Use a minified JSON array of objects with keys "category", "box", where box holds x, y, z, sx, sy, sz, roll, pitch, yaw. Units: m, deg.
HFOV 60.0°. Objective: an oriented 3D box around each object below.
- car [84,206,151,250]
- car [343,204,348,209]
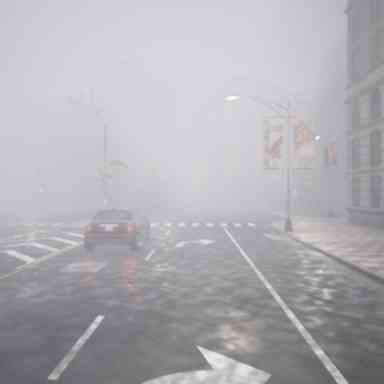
[{"category":"car","box":[-3.152,1.451,14.894,2.097,1.767,4.553,0,0,1]},{"category":"car","box":[23.392,1.849,44.925,5.357,1.411,2.033,0,0,2]}]
